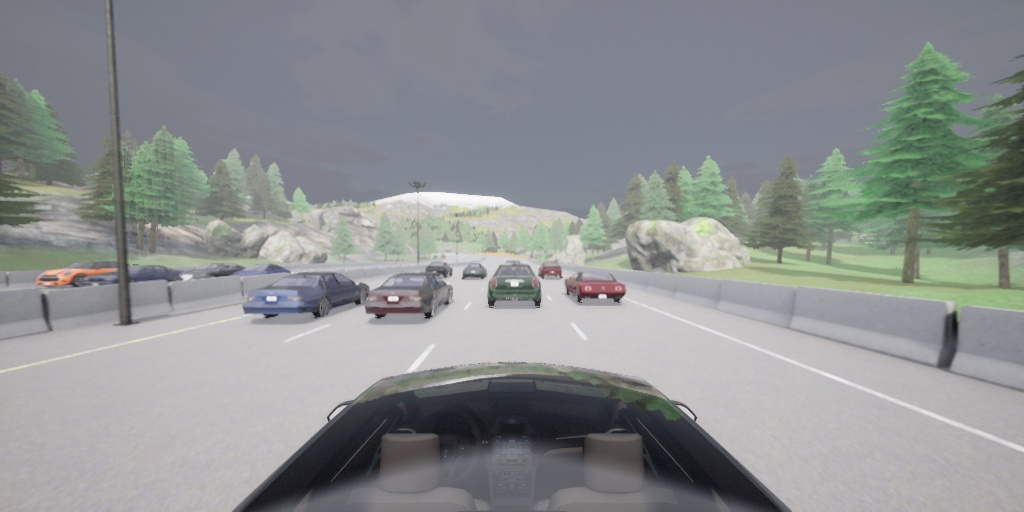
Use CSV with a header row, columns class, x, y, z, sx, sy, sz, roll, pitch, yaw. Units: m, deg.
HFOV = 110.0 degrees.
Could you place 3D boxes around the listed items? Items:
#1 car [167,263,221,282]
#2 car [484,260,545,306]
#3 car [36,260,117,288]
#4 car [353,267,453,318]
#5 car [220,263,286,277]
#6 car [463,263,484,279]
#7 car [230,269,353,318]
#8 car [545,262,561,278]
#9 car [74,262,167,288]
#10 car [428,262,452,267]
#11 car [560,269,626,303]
class,x,y,z,sx,sy,sz,roll,pitch,yaw
car,-21.095,1.246,25.654,2.128,1.511,4.902,0,0,0
car,0.101,1.076,15.602,2.097,1.767,4.553,0,0,0
car,-28.095,1.099,23.933,2.097,1.767,4.553,0,0,0
car,-3.398,1.271,12.788,2.033,1.411,5.357,0,0,0
car,-17.596,1.278,25.287,1.812,1.442,4.674,0,0,0
car,-3.397,1.366,33.271,1.994,1.385,4.181,0,0,0
car,-6.899,1.271,12.802,2.033,1.411,5.357,0,0,0
car,3.603,1.289,34.398,1.882,1.535,5.008,0,-1,0
car,-24.597,1.294,23.791,2.033,1.411,5.357,0,0,0
car,-6.897,1.290,34.404,1.882,1.535,5.008,0,-1,0
car,3.601,1.326,16.449,1.895,1.301,4.718,0,0,0
